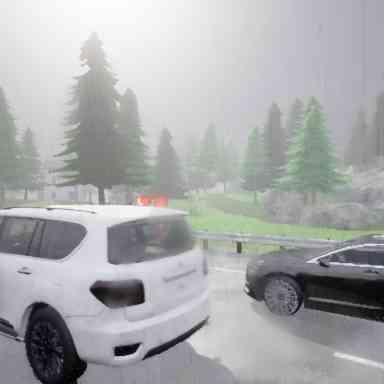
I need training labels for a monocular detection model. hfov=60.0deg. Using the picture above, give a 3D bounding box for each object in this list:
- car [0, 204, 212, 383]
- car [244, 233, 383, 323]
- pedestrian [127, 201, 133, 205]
[{"bbox_3d":[-2.340,1.223,5.537,5.566,2.045,2.150,0,0,34],"label":"car"},{"bbox_3d":[3.320,1.490,5.843,4.902,1.511,2.128,0,0,36],"label":"car"},{"bbox_3d":[-2.788,1.298,15.224,0.375,1.860,0.375,0,0,33],"label":"pedestrian"}]
